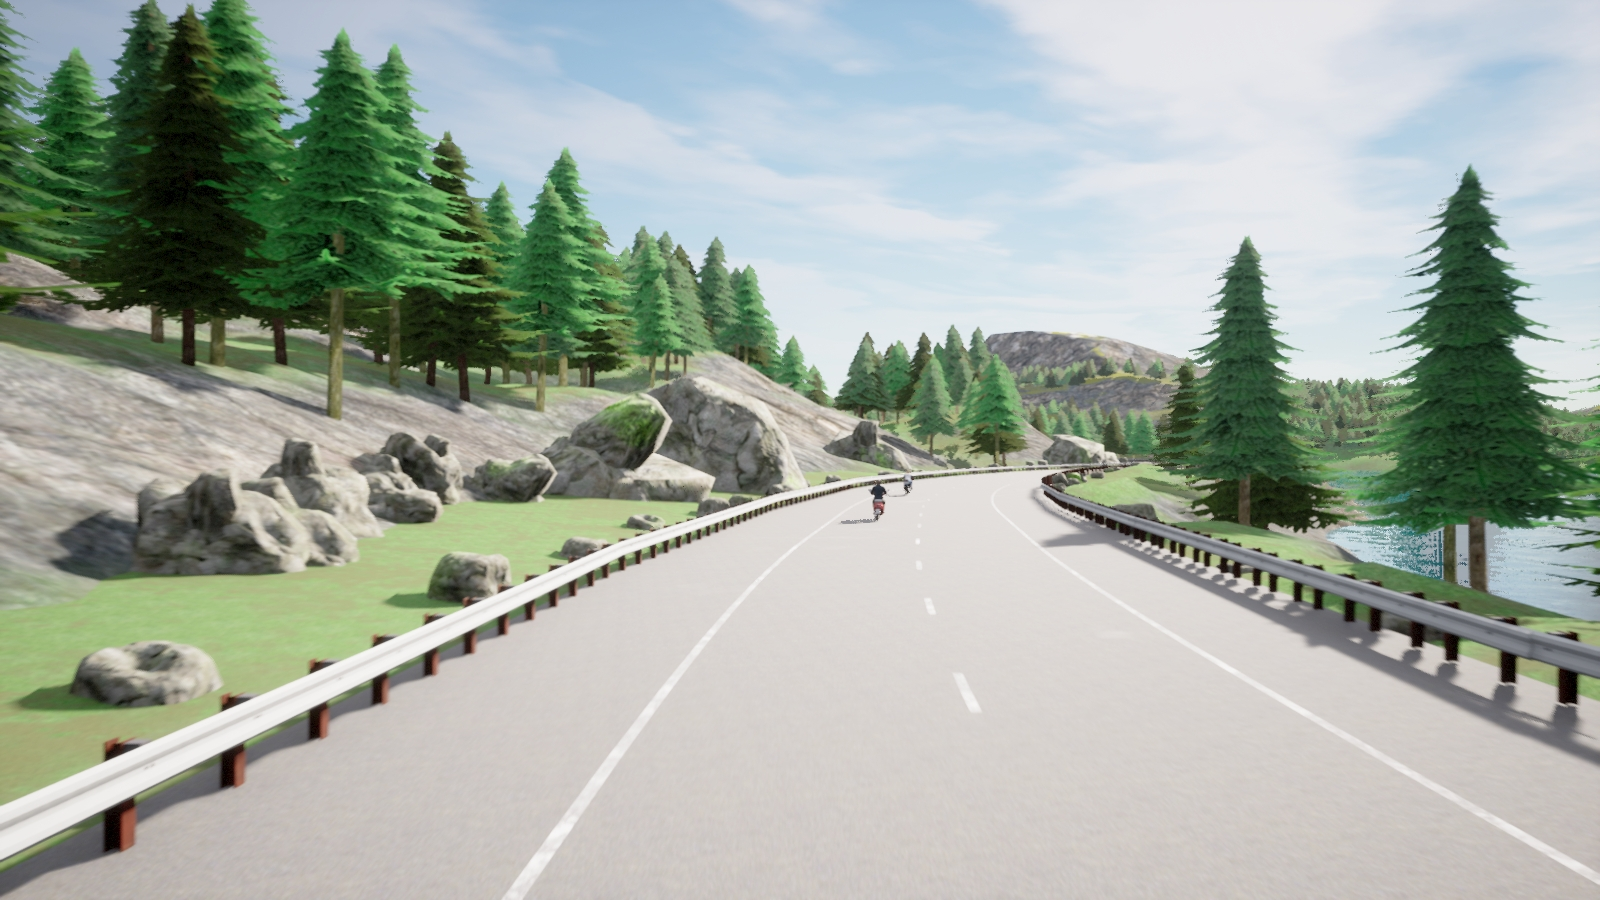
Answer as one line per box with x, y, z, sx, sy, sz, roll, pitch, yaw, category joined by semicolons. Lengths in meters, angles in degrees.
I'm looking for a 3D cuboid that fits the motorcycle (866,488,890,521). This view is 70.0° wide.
3.158;2.183;45.913;0.856;1.236;1.805;0;0;7;motorcycle

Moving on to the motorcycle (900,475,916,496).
6.730;2.179;71.060;0.803;1.217;2.033;0;0;11;motorcycle
